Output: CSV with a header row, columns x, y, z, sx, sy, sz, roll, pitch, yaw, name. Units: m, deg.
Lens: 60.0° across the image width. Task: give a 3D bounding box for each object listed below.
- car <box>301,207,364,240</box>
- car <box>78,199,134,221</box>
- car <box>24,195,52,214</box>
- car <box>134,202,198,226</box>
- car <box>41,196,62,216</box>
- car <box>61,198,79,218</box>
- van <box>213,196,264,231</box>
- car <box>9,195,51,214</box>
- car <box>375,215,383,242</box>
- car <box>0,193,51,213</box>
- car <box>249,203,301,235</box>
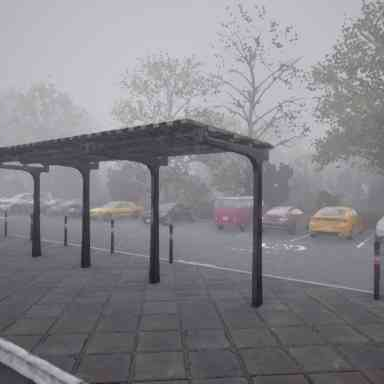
x,y,z,sx,sy,sz,roll,pitch,yaw,name
7.602,1.502,17.285,2.097,1.535,5.008,0,0,35,car
-6.084,1.415,26.776,1.946,1.575,5.366,0,0,35,car
-12.764,1.376,31.750,2.097,1.535,5.008,0,0,35,car
-1.466,1.475,23.690,2.163,1.488,4.792,0,0,35,car
-10.499,1.391,30.144,2.231,1.521,4.892,0,0,35,car
-8.223,1.433,28.557,2.163,1.488,4.792,0,0,35,car
3.146,1.248,20.596,1.878,1.987,4.442,0,0,35,van
-15.028,1.362,33.356,2.097,1.535,5.008,0,0,35,car
9.867,1.557,15.681,2.002,1.452,4.674,0,0,35,car
-17.310,1.097,34.934,2.435,2.045,5.566,0,0,35,car
5.338,1.528,18.894,2.002,1.452,4.674,0,0,35,car
